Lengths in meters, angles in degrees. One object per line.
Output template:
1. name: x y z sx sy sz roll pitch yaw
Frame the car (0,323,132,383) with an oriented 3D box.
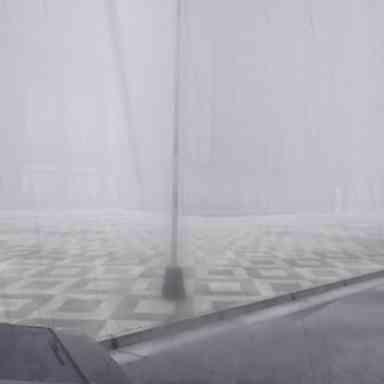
1. car: -2.323 1.565 1.704 4.181 1.385 1.994 1 -1 -35
